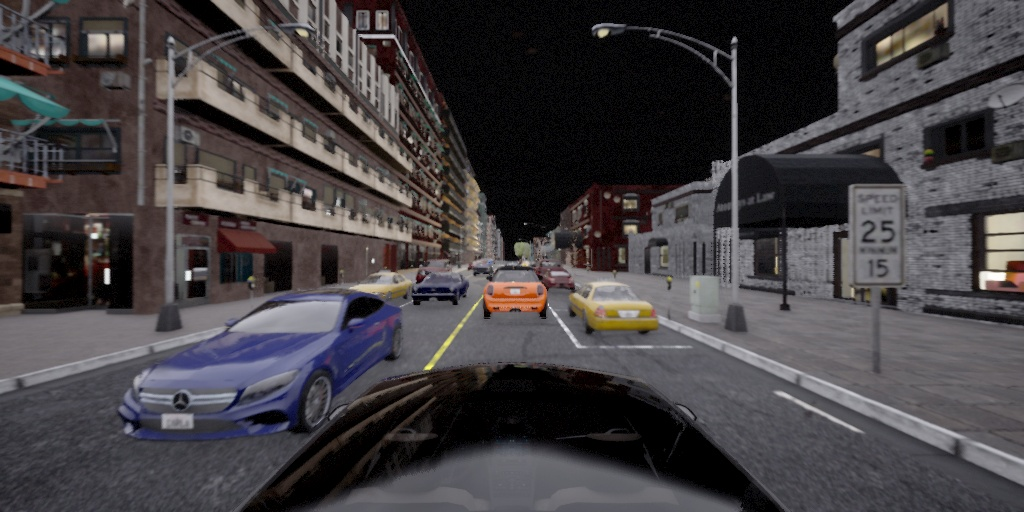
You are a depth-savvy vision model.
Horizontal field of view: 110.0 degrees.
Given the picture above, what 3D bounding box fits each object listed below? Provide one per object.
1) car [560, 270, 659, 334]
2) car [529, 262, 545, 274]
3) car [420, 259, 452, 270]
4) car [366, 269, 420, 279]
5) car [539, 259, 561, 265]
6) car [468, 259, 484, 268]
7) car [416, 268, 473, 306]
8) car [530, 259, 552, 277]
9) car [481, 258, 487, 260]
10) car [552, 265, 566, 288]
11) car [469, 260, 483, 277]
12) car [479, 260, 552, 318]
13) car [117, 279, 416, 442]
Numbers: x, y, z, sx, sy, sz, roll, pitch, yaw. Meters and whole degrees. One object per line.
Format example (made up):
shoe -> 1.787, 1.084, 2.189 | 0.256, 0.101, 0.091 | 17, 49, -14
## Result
car -> 2.691, 1.306, 10.596 | 1.751, 1.417, 4.829 | 0, 0, 0
car -> 3.147, 1.457, 46.230 | 1.812, 1.442, 4.674 | 0, 0, 0
car -> -5.691, 1.160, 27.042 | 2.192, 1.841, 5.009 | 0, 0, 0
car -> -5.691, 1.327, 15.794 | 1.751, 1.417, 4.829 | 0, 0, 0
car -> 2.690, 1.161, 27.043 | 2.192, 1.841, 5.009 | 0, 0, 0
car -> -5.693, 1.517, 54.738 | 1.888, 1.381, 4.507 | 0, 0, 0
car -> -3.098, 1.404, 16.306 | 1.895, 1.301, 4.718 | 0, 0, 0
car -> 3.112, 1.252, 39.200 | 2.097, 1.767, 4.553 | 0, 0, 0
car -> -5.693, 1.438, 60.276 | 1.967, 1.591, 4.097 | 0, 0, 0
car -> 2.690, 1.406, 21.504 | 1.802, 1.307, 4.207 | 0, 0, 0
car -> -3.034, 1.443, 38.395 | 2.033, 1.411, 5.357 | 0, 0, 1
car -> 0.102, 1.144, 13.361 | 2.097, 1.767, 4.553 | 0, 0, 0
car -> -3.102, 1.288, 5.663 | 1.812, 1.442, 4.674 | 0, 0, 0
